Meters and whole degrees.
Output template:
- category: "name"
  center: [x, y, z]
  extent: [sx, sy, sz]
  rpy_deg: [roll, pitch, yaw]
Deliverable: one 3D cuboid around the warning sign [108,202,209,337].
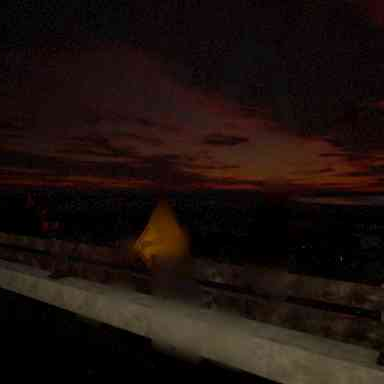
- category: "warning sign"
  center: [-0.529, 1.120, 5.548]
  extent: [1.060, 1.860, 1.300]
  rpy_deg: [1, 0, 36]
